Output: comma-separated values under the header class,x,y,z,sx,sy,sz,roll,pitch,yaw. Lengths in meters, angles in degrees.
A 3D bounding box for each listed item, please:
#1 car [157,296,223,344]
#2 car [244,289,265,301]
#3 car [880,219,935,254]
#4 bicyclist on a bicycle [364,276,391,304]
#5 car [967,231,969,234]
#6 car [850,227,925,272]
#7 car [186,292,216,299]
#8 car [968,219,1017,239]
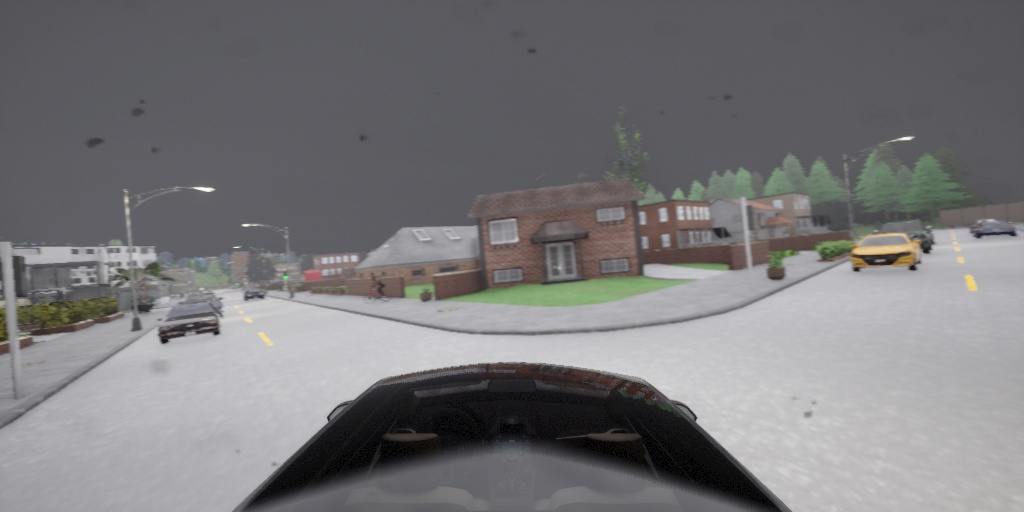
class,x,y,z,sx,sy,sz,roll,pitch,yaw
car,-13.903,2.739,15.644,2.033,1.411,5.357,-5,-1,-39
car,-31.829,4.738,44.192,1.895,1.301,4.718,-5,-1,-39
car,24.180,-1.193,22.166,5.566,2.045,2.150,-5,-1,-39
bicyclist on a bicycle,-8.127,2.031,21.631,1.656,1.620,0.582,-4,-1,-39
car,46.143,-2.894,34.999,4.674,1.442,1.812,-5,-1,-39
car,16.541,-0.252,15.864,5.008,1.535,1.882,-5,-1,-39
car,-20.231,3.211,23.391,2.097,1.767,4.553,-5,-1,-39
car,38.574,-2.179,28.739,4.181,1.385,1.994,-5,-1,-39
